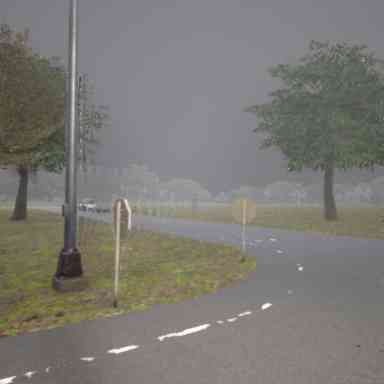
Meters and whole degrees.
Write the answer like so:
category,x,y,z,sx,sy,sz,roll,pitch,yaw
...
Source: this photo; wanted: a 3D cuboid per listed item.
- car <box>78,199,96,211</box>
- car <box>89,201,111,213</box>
category,x,y,z,sx,sy,sz,roll,pitch,yaw
car,-18.738,2.301,59.699,2.150,2.045,5.566,2,-2,-33
car,-14.455,2.596,53.239,1.994,1.385,4.181,2,-2,-32
